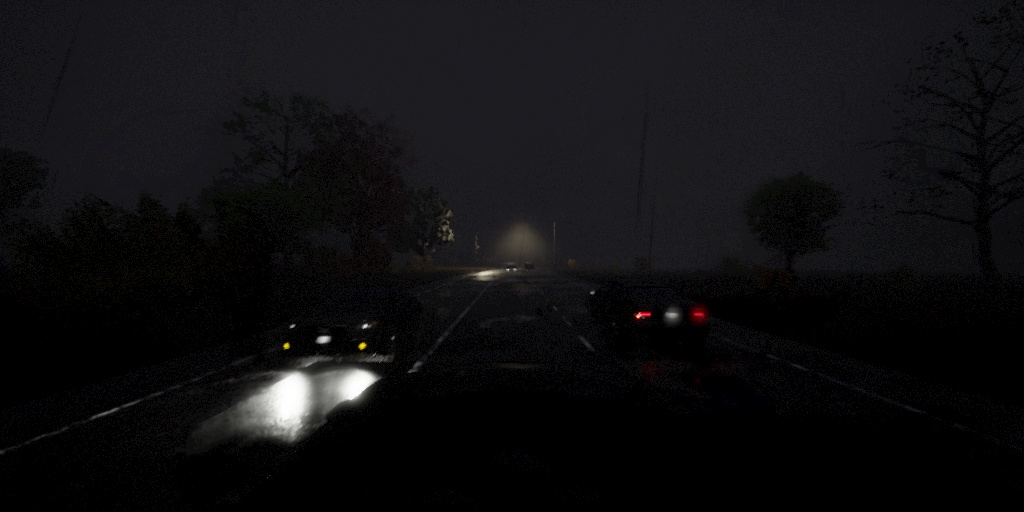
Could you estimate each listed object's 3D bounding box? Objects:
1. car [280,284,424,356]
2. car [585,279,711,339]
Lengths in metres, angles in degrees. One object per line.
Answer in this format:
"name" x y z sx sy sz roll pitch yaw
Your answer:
"car" -3.505 1.382 8.670 1.994 1.385 4.181 0 0 0
"car" 3.489 1.366 10.316 2.033 1.411 5.357 0 -1 0
